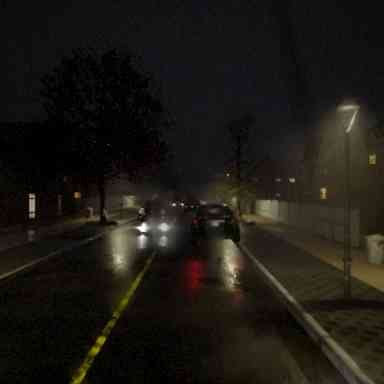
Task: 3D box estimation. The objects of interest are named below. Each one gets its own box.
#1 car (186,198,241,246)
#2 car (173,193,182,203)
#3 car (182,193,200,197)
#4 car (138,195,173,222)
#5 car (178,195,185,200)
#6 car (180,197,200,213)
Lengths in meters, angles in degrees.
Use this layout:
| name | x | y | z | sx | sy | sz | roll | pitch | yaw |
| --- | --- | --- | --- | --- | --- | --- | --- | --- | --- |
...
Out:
| name | x | y | z | sx | sy | sz | roll | pitch | yaw |
| --- | --- | --- | --- | --- | --- | --- | --- | --- | --- |
| car | 0.932 | 1.316 | 15.418 | 2.097 | 1.767 | 4.553 | -2 | 0 | 0 |
| car | -2.744 | 1.229 | 67.625 | 2.150 | 2.045 | 5.566 | 0 | 0 | 0 |
| car | 0.005 | 1.222 | 48.771 | 2.150 | 2.045 | 5.566 | 0 | 0 | 0 |
| car | -2.844 | 1.347 | 25.790 | 2.097 | 1.767 | 4.553 | 0 | 0 | 0 |
| car | -2.740 | 1.455 | 90.460 | 1.837 | 1.490 | 4.892 | 0 | 0 | 0 |
| car | 0.038 | 1.543 | 36.489 | 2.033 | 1.411 | 5.357 | 0 | 0 | 0 |
